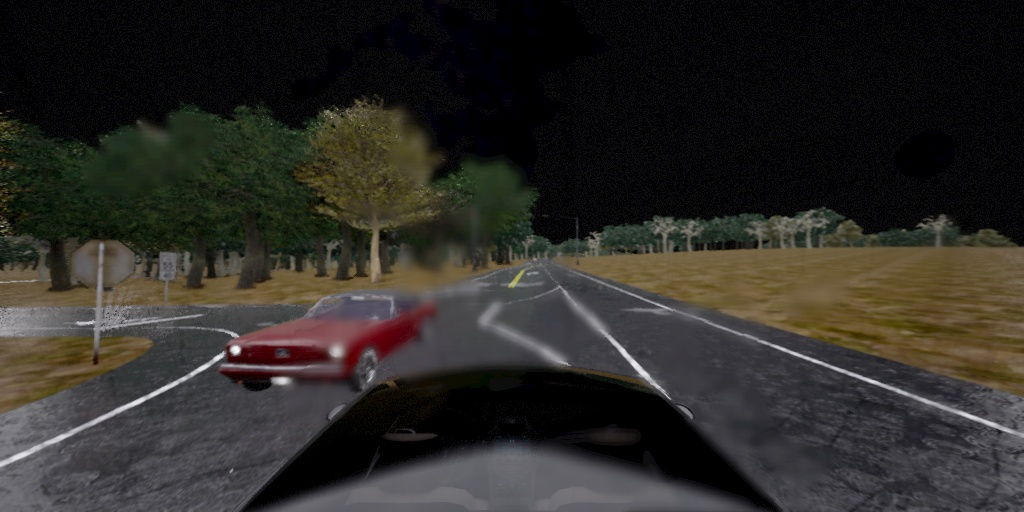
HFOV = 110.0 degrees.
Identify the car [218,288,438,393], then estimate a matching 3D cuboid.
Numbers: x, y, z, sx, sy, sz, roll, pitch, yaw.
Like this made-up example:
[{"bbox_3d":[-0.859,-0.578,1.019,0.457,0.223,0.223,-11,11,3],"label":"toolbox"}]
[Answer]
[{"bbox_3d":[-2.955,1.366,7.027,1.895,1.301,4.718,0,0,4],"label":"car"}]
